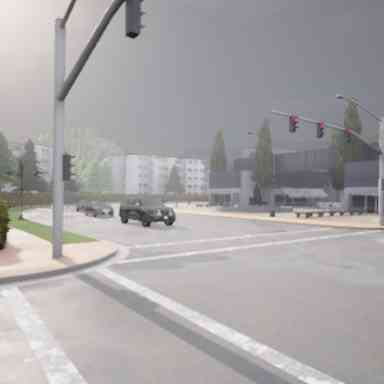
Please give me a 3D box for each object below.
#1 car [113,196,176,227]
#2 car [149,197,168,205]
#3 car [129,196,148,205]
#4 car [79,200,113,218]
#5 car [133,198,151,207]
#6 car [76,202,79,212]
[{"bbox_3d":[-3.389,1.360,24.308,2.150,2.045,5.566,1,-1,-37],"label":"car"},{"bbox_3d":[-6.781,1.899,68.492,1.882,1.535,5.008,0,0,20],"label":"car"},{"bbox_3d":[-10.795,1.722,67.024,2.097,1.767,4.553,0,0,15],"label":"car"},{"bbox_3d":[-9.082,1.631,32.471,2.128,1.511,4.902,1,0,-31],"label":"car"},{"bbox_3d":[-8.695,1.874,58.028,2.033,1.411,5.357,1,0,3],"label":"car"},{"bbox_3d":[-13.360,1.726,41.563,1.994,1.385,4.181,1,0,-17],"label":"car"}]
